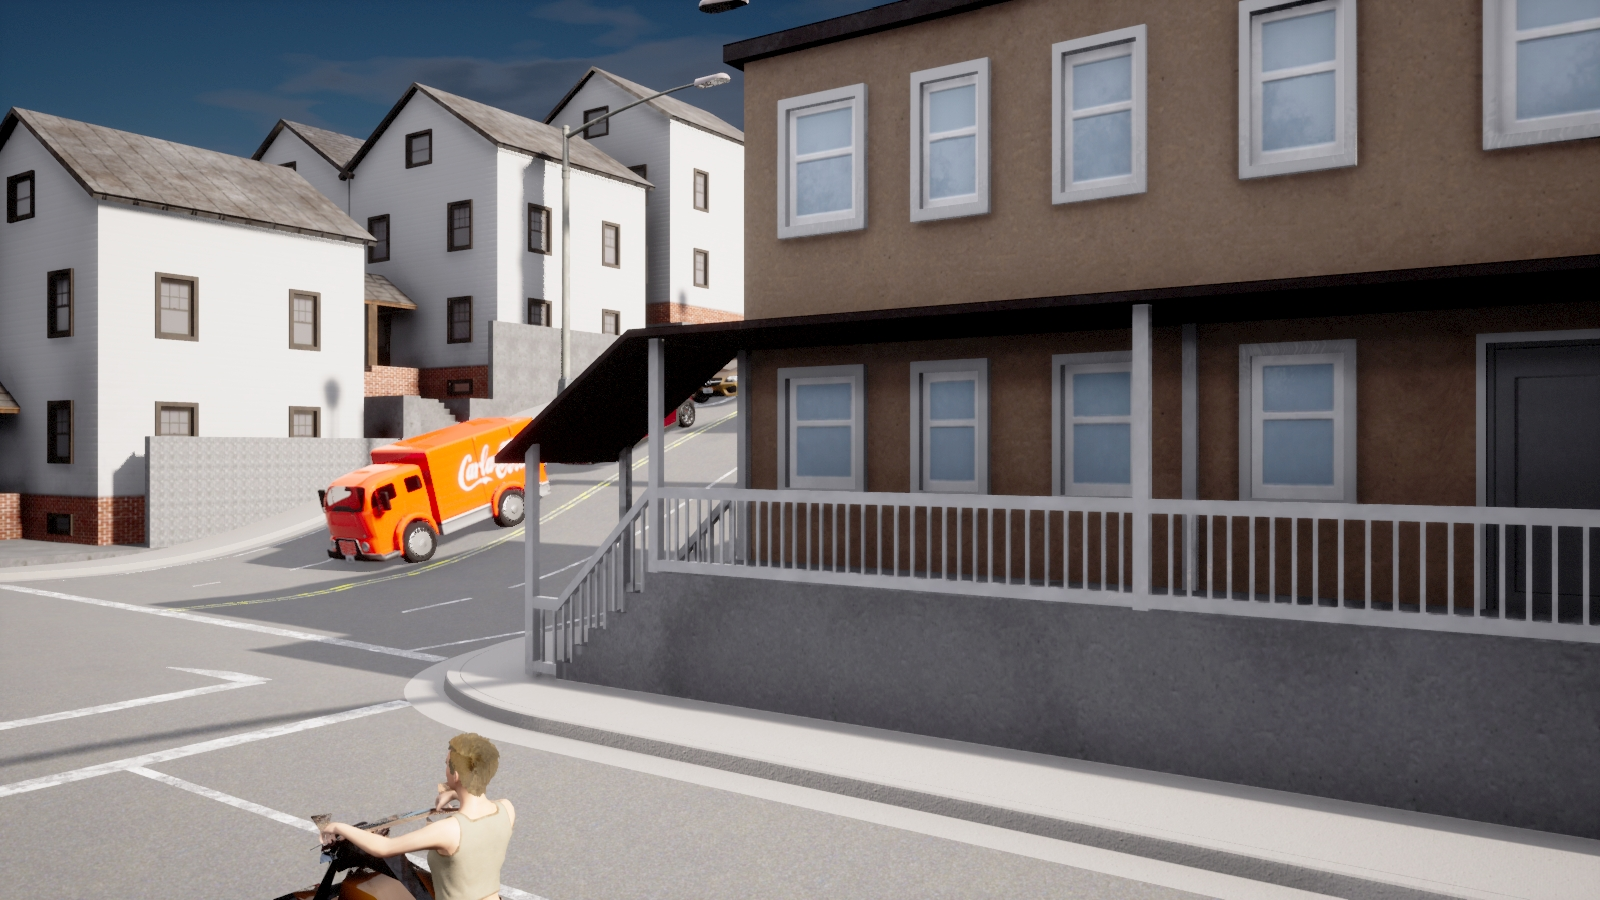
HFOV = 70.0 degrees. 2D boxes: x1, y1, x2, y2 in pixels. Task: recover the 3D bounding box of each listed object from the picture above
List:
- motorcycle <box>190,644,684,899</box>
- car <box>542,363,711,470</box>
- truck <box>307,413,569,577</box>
[{"bbox_3d":[-1.647,1.905,4.943,2.356,1.802,0.764,0,0,35],"label":"motorcycle"},{"bbox_3d":[-4.941,-1.040,33.205,2.097,1.767,4.553,0,19,34],"label":"car"},{"bbox_3d":[-8.621,0.932,27.776,2.627,2.467,5.204,0,15,34],"label":"truck"}]
